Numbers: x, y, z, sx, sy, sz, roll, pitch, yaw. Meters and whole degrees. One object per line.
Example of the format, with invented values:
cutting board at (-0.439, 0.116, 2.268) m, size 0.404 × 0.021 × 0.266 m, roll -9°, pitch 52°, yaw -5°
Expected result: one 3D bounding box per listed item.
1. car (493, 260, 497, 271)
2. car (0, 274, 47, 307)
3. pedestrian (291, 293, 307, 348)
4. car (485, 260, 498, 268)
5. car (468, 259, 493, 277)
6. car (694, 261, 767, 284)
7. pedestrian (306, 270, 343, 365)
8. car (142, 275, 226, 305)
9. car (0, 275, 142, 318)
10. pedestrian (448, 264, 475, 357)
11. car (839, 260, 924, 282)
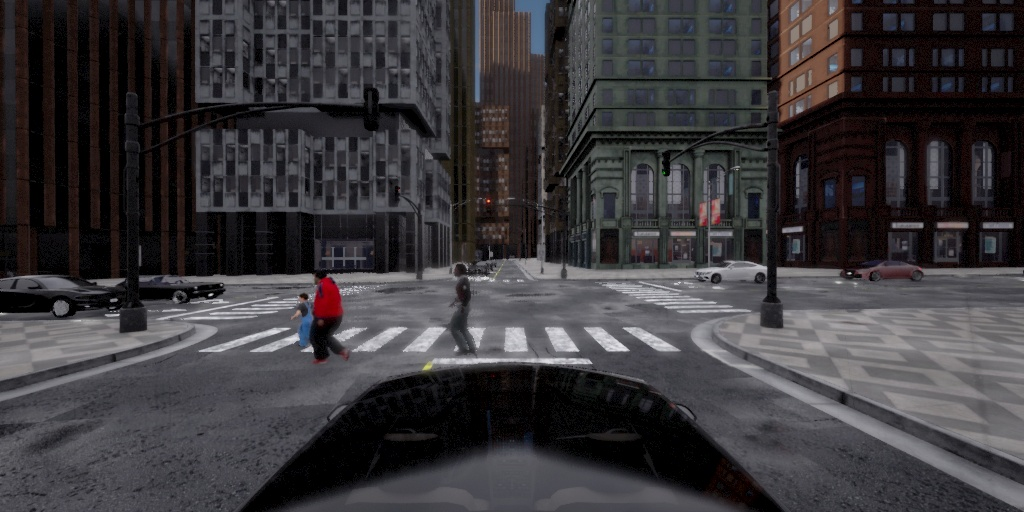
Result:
car at (-3.331, 1.219, 46.927) m, size 1.837 × 1.490 × 4.892 m, roll 0°, pitch 1°, yaw 0°
car at (-25.446, 1.643, 17.002) m, size 4.181 × 1.385 × 1.994 m, roll -1°, pitch 0°, yaw 1°
pedestrian at (-4.416, 1.323, 7.749) m, size 0.375 × 1.300 × 0.375 m, roll 0°, pitch 0°, yaw 0°
car at (-3.436, 1.292, 60.286) m, size 1.895 × 1.301 × 4.718 m, roll 0°, pitch 0°, yaw 0°
car at (-3.235, 1.237, 36.008) m, size 1.837 × 1.490 × 4.892 m, roll 0°, pitch 0°, yaw -1°
car at (14.595, 1.037, 23.809) m, size 4.674 × 1.442 × 1.812 m, roll -1°, pitch 0°, yaw -1°
pedestrian at (-3.414, 1.043, 6.561) m, size 0.375 × 1.860 × 0.375 m, roll 0°, pitch 0°, yaw 0°
car at (-16.511, 1.559, 17.020) m, size 4.718 × 1.301 × 1.895 m, roll -1°, pitch 0°, yaw 0°
car at (-17.778, 1.469, 13.766) m, size 5.008 × 1.535 × 1.882 m, roll -1°, pitch 0°, yaw 0°
pedestrian at (-0.997, 1.043, 7.162) m, size 0.375 × 1.860 × 0.375 m, roll 0°, pitch 0°, yaw 0°
car at (24.463, 0.949, 23.832) m, size 4.181 × 1.385 × 1.994 m, roll -1°, pitch 0°, yaw 1°
